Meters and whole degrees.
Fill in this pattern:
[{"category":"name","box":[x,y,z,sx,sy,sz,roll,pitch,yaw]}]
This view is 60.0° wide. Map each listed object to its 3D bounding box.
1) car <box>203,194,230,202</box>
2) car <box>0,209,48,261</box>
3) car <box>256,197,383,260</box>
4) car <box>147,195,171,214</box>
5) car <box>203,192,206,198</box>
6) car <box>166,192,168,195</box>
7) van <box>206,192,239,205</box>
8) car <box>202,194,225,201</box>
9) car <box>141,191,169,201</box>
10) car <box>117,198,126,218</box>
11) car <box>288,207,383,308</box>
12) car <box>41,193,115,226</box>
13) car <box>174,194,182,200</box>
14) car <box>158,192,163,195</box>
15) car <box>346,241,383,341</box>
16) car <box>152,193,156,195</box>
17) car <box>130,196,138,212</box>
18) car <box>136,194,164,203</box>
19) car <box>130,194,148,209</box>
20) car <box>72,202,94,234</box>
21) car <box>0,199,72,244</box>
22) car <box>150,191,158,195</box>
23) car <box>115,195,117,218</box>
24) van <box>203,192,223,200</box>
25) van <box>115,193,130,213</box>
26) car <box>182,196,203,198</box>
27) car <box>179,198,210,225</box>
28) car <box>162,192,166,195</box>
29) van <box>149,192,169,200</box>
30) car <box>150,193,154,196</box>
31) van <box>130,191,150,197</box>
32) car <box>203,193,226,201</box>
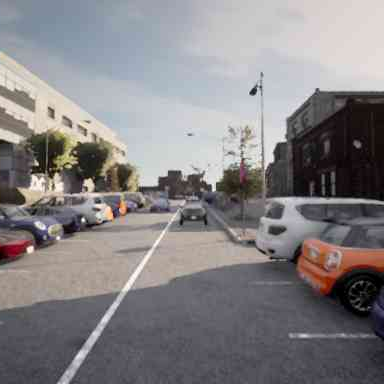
[{"category":"car","box":[4.856,1.142,66.782,5.366,1.575,1.946,0,0,0]},{"category":"car","box":[-7.621,1.455,10.767,4.792,1.488,2.163,0,0,0]},{"category":"car","box":[4.707,1.179,9.720,5.566,2.045,2.435,0,0,0]},{"category":"car","box":[-3.100,1.358,33.446,1.812,1.442,4.674,0,0,0]},{"category":"car","box":[4.701,0.963,52.951,5.566,2.045,2.435,0,0,0]},{"category":"car","box":[-7.631,1.175,66.641,4.792,1.488,2.163,0,0,0]},{"category":"van","box":[4.790,1.003,50.160,4.442,1.987,1.878,0,0,0]},{"category":"car","box":[4.675,1.121,72.490,5.008,1.535,2.097,0,0,0]},{"category":"car","box":[-7.632,0.881,69.433,5.566,2.045,2.435,0,0,0]},{"category":"car","box":[-7.682,1.385,24.735,4.792,1.488,2.163,0,0,0]},{"category":"car","box":[4.648,1.319,6.907,4.553,1.767,2.185,0,0,0]},{"category":"car","box":[-7.680,1.132,19.147,5.566,2.045,2.435,0,0,0]},{"category":"car","box":[-3.011,1.165,75.666,1.895,1.301,4.718,0,0,0]},{"category":"car","box":[-7.843,1.213,52.673,5.366,1.575,1.946,0,0,0]},{"category":"car","box":[4.677,1.500,3.970,4.674,1.452,2.002,0,0,0]},{"category":"car","box":[-7.650,1.259,44.293,4.892,1.521,2.231,0,0,0]},{"category":"car","box":[-7.652,1.368,30.325,4.674,1.452,2.002,0,0,0]},{"category":"car","box":[-7.688,1.203,61.054,4.792,1.488,2.163,0,0,0]},{"category":"car","box":[-7.650,1.300,35.787,5.008,1.535,2.097,0,0,0]},{"category":"car","box":[-7.681,1.427,16.357,4.792,1.488,2.163,0,0,0]},{"category":"car","box":[-7.683,1.286,13.562,4.553,1.767,2.185,0,0,0]},{"category":"car","box":[-7.625,1.118,47.084,4.553,1.767,2.185,0,0,0]},{"category":"car","box":[-7.622,1.244,21.943,4.553,1.767,2.185,0,0,0]},{"category":"van","box":[4.786,0.905,75.266,4.442,1.987,1.878,0,0,0]},{"category":"van","box":[-7.771,1.116,27.530,4.442,1.987,1.878,0,0,0]},{"category":"car","box":[0.095,1.273,40.815,1.882,1.535,5.008,0,0,0]},{"category":"car","box":[0.103,1.409,23.107,1.812,1.442,4.674,0,1,0]},{"category":"car","box":[-7.844,1.185,58.260,5.366,1.575,1.946,0,0,0]},{"category":"van","box":[-7.778,0.931,77.790,4.442,1.987,1.878,0,0,0]},{"category":"car","box":[-7.662,1.273,41.498,4.892,1.521,2.231,0,0,0]},{"category":"van","box":[-7.539,1.060,38.704,4.442,1.987,1.878,0,0,0]},{"category":"car","box":[4.639,1.005,69.700,4.553,1.767,2.185,0,0,0]}]
